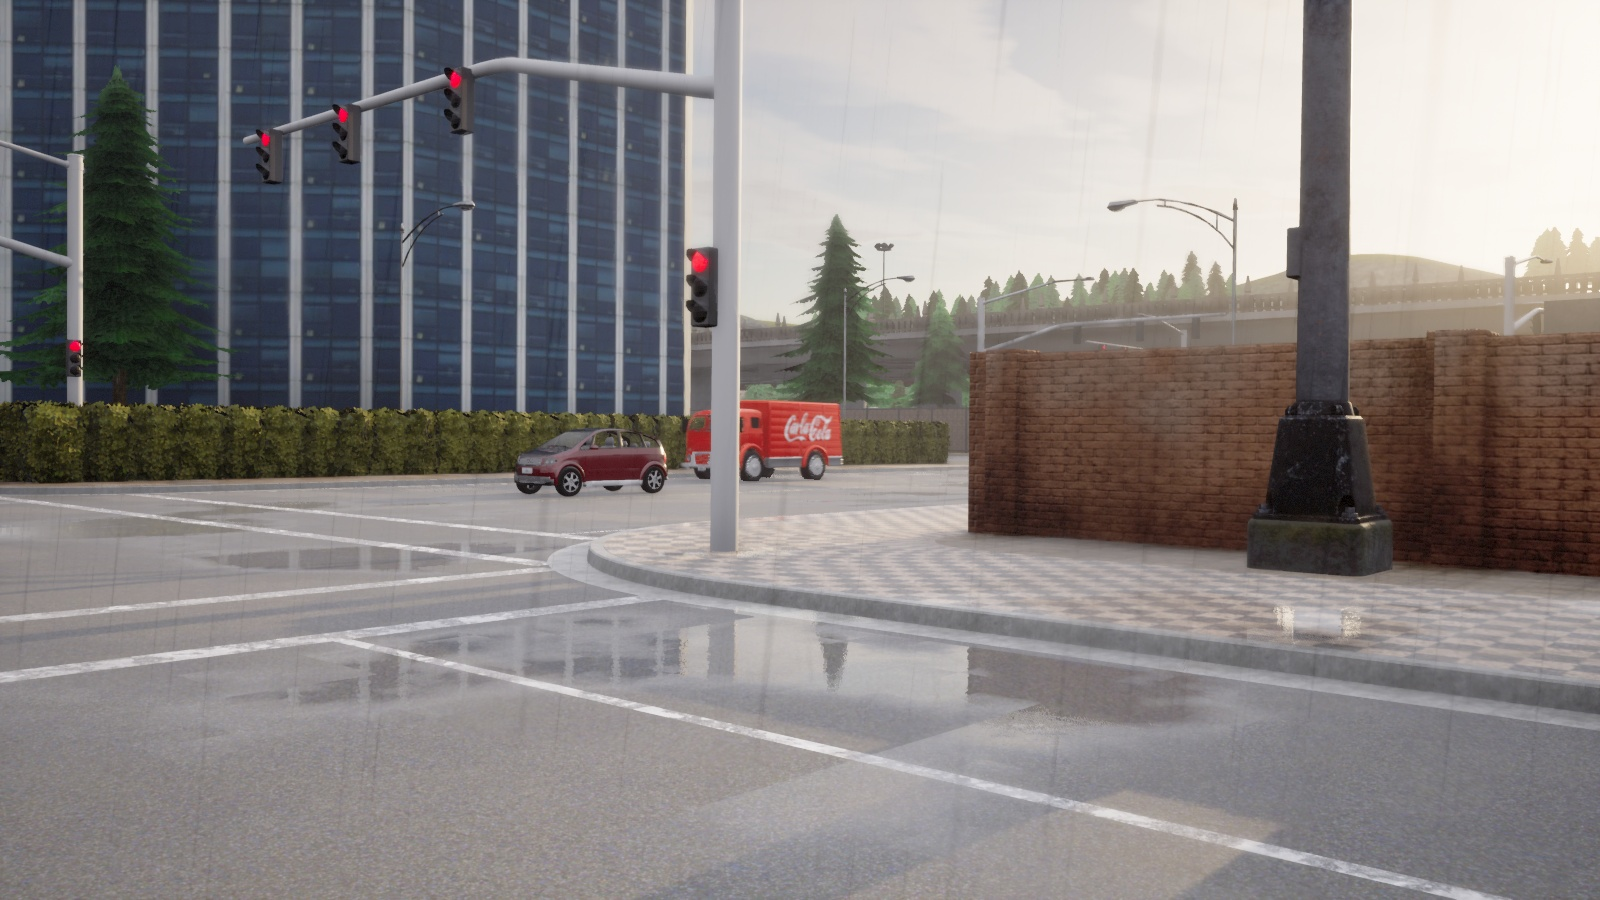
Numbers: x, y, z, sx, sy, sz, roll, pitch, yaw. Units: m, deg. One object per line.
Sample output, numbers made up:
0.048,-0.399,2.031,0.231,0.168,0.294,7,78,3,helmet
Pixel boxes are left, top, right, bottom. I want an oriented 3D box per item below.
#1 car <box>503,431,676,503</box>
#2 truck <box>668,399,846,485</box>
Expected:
-4.882,0.352,29.483,1.789,1.549,3.705,0,1,41,car
-1.256,-0.276,38.955,2.627,2.467,5.204,0,1,41,truck
